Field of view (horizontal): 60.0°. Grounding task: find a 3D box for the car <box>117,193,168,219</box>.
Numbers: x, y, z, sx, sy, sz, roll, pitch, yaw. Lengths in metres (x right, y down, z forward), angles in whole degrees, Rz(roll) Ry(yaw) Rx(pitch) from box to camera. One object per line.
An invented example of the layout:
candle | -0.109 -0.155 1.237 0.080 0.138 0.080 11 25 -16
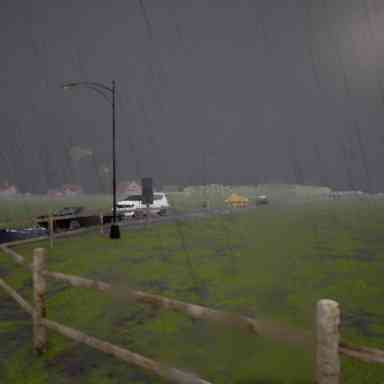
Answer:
car | -4.203 1.093 27.757 2.150 2.045 5.566 0 0 31

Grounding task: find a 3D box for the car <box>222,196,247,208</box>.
car | 5.739 1.254 44.414 1.882 1.535 5.008 0 0 31

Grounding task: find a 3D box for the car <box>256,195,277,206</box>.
car | 10.564 1.226 46.908 1.882 1.535 5.008 0 0 31

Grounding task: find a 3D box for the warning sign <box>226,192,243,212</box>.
warning sign | 4.015 0.930 31.211 1.300 1.860 1.060 -1 0 31

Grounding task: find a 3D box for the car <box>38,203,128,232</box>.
car | -6.215 1.510 19.212 1.895 1.301 4.718 0 0 34
